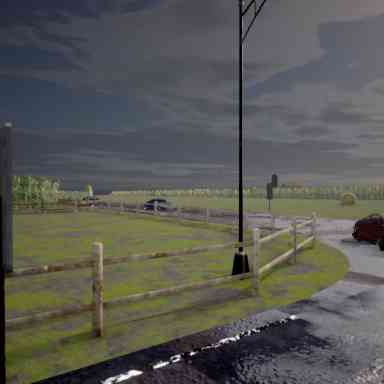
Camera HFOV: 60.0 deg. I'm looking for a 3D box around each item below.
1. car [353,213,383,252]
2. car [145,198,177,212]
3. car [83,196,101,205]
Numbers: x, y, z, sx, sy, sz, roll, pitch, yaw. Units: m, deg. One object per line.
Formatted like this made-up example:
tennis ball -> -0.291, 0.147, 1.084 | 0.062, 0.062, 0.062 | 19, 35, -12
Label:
car -> 8.311, 1.582, 13.767 | 1.994, 1.385, 4.181 | 0, 0, 6
car -> -3.483, 1.443, 36.304 | 1.812, 1.442, 4.674 | -1, 1, -35
car -> -16.561, 1.363, 54.831 | 2.128, 1.511, 4.902 | -1, 0, -35
